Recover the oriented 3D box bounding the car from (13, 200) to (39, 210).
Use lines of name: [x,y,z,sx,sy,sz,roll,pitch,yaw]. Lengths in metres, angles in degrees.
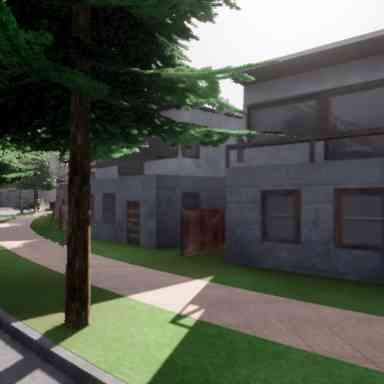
car: [-27.042,2.049,54.200,2.097,1.767,4.553,0,-1,6]
